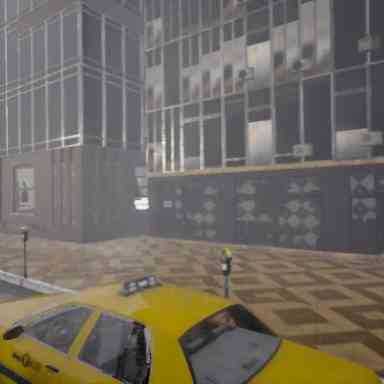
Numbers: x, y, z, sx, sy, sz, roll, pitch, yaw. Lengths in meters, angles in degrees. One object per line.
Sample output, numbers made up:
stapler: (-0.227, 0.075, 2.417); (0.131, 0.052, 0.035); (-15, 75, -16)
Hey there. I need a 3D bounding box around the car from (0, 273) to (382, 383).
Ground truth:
car: (-0.731, 1.526, 3.410); (4.829, 1.417, 1.752); (0, -1, 35)
